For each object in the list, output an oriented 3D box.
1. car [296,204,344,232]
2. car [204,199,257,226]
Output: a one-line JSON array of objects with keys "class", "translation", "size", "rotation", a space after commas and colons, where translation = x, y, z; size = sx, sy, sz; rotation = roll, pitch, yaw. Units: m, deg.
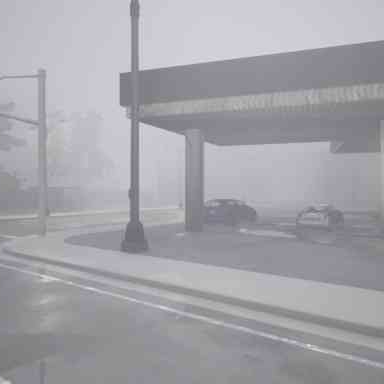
[{"class": "car", "translation": [7.698, 1.456, 19.805], "size": [1.970, 1.475, 3.806], "rotation": [0, 0, 37]}, {"class": "car", "translation": [2.624, 1.295, 22.607], "size": [2.242, 1.667, 4.611], "rotation": [0, 0, 37]}]
